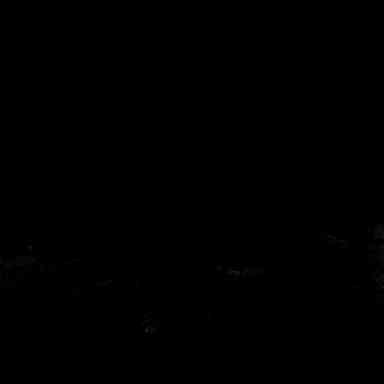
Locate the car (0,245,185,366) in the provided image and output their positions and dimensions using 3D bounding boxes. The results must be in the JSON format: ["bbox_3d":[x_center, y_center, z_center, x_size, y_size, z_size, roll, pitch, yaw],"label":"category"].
[{"bbox_3d":[-2.115,1.566,5.027,4.313,1.339,1.947,0,0,-35],"label":"car"}]

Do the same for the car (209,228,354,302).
[{"bbox_3d":[2.365,1.582,8.220,4.206,1.307,1.802,0,0,-35],"label":"car"}]
